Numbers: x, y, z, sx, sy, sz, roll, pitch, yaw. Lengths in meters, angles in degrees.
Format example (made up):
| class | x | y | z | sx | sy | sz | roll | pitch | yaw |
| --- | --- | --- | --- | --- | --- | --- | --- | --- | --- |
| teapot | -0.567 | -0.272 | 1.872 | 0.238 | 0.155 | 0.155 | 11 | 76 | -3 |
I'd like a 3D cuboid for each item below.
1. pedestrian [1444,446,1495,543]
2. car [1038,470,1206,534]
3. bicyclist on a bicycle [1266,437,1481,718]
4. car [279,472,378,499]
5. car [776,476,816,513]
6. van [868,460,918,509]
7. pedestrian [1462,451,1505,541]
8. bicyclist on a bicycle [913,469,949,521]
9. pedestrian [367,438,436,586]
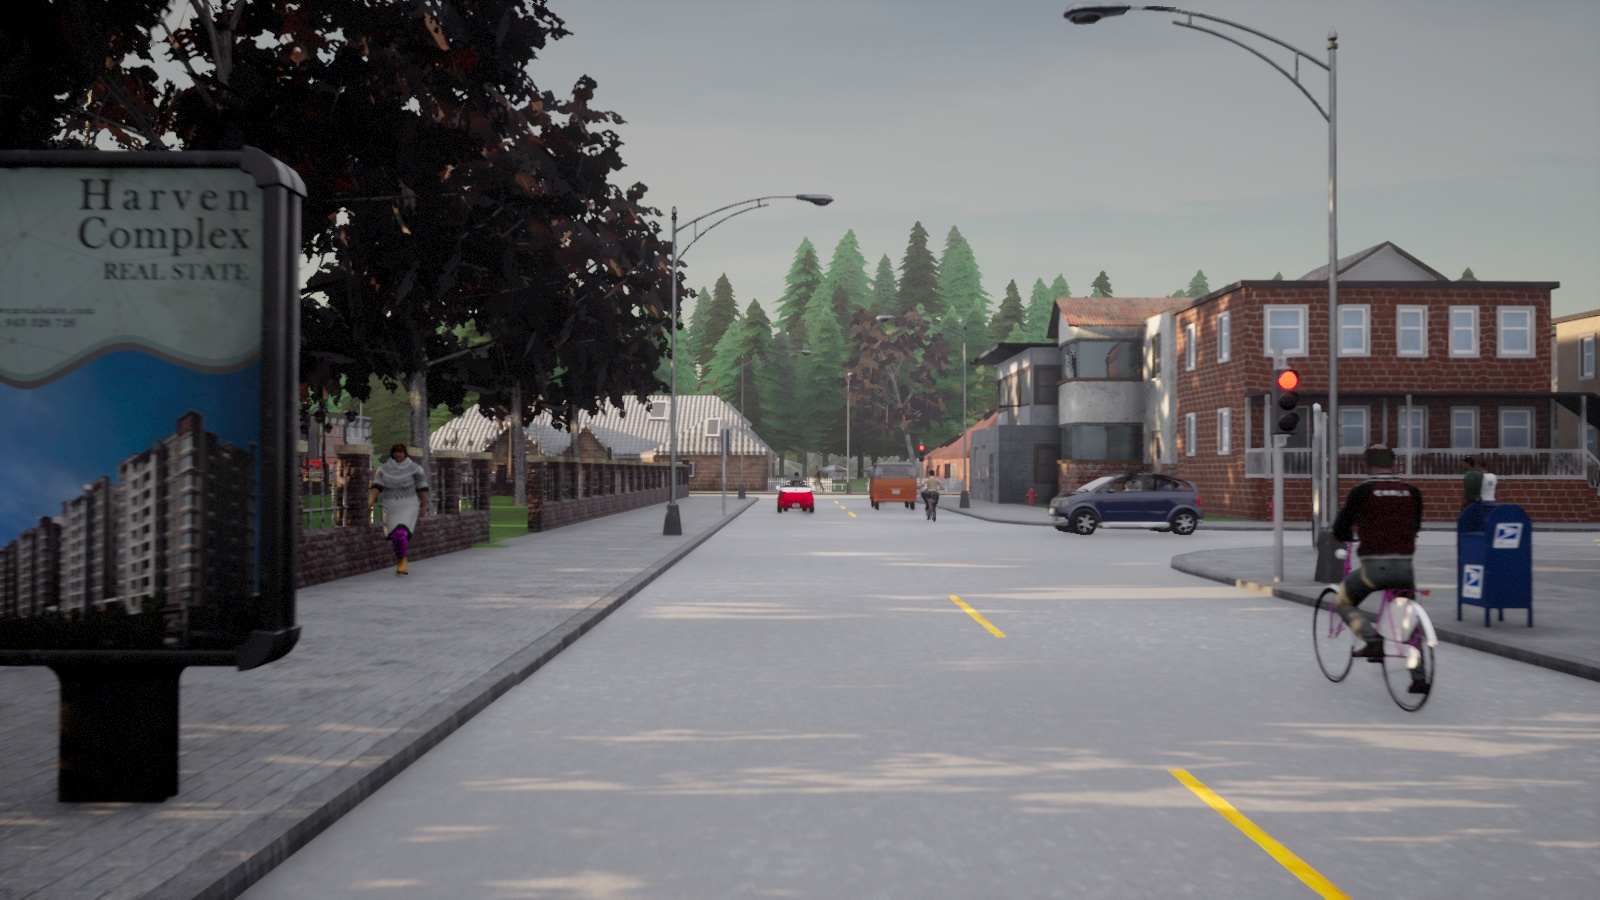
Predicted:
| class | x | y | z | sx | sy | sz | roll | pitch | yaw |
| --- | --- | --- | --- | --- | --- | --- | --- | --- | --- |
| pedestrian | 13.670 | 0.897 | 25.663 | 0.423 | 1.949 | 0.788 | 0 | -1 | -33 |
| car | 8.071 | 1.291 | 31.639 | 3.705 | 1.549 | 1.789 | 0 | -1 | -5 |
| bicyclist on a bicycle | 3.971 | 0.818 | 8.873 | 0.659 | 1.776 | 1.843 | 0 | -1 | 0 |
| car | -28.865 | 2.158 | 76.971 | 5.366 | 1.575 | 1.801 | 0 | -1 | -2 |
| car | -0.158 | 1.672 | 47.905 | 1.481 | 1.376 | 2.207 | 0 | -1 | -1 |
| van | 3.869 | 1.436 | 52.809 | 1.775 | 1.987 | 4.442 | 0 | -1 | 0 |
| pedestrian | 14.235 | 0.953 | 26.176 | 0.354 | 1.836 | 0.706 | 0 | -1 | -20 |
| bicyclist on a bicycle | 4.078 | 1.392 | 39.266 | 0.866 | 1.612 | 1.509 | 0 | -1 | -5 |
| pedestrian | -5.403 | 0.831 | 17.052 | 0.659 | 1.952 | 0.873 | 0 | -1 | 0 |
